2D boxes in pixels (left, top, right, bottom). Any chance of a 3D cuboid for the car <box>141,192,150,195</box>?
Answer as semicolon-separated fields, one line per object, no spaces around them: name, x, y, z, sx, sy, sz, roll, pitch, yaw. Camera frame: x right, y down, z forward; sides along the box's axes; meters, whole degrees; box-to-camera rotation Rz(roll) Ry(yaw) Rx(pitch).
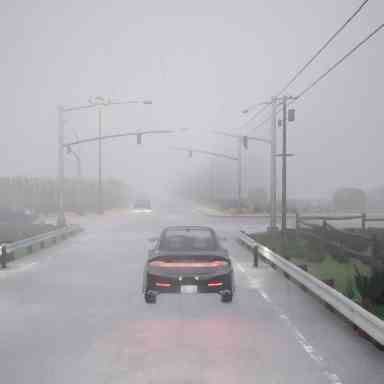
car;-7.605;1.254;52.876;1.812;1.442;4.674;0;1;-7

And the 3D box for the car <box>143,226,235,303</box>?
car;-0.098;1.613;8.444;2.128;1.511;4.902;0;-2;-1

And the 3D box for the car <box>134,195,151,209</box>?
car;-6.360;1.470;42.916;1.994;1.385;4.181;0;1;-7

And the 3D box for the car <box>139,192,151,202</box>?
car;-9.059;0.872;64.561;2.097;1.767;4.553;0;1;-7

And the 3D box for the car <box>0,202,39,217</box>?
car;-14.428;1.561;25.813;4.553;1.767;2.097;0;1;-8
